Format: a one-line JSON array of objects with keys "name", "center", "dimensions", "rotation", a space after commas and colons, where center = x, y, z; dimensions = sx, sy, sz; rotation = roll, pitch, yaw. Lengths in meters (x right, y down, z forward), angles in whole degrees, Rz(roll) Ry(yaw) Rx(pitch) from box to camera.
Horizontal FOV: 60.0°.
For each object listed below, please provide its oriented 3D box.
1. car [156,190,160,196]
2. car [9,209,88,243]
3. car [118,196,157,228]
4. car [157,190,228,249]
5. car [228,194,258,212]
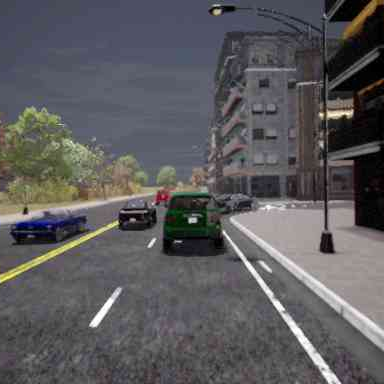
[{"name": "car", "center": [-3.897, 0.686, 47.055], "dimensions": [2.150, 2.045, 5.566], "rotation": [-1, 1, -2]}, {"name": "car", "center": [-6.602, 1.497, 15.841], "dimensions": [1.895, 1.301, 4.718], "rotation": [-1, 1, 0]}, {"name": "car", "center": [-3.255, 1.274, 20.543], "dimensions": [2.128, 1.511, 4.902], "rotation": [-1, 1, -1]}, {"name": "car", "center": [0.041, 1.035, 13.772], "dimensions": [2.150, 2.045, 5.566], "rotation": [-1, 0, 0]}, {"name": "car", "center": [3.805, 0.891, 29.084], "dimensions": [4.902, 1.511, 2.128], "rotation": [-3, 1, -44]}]
